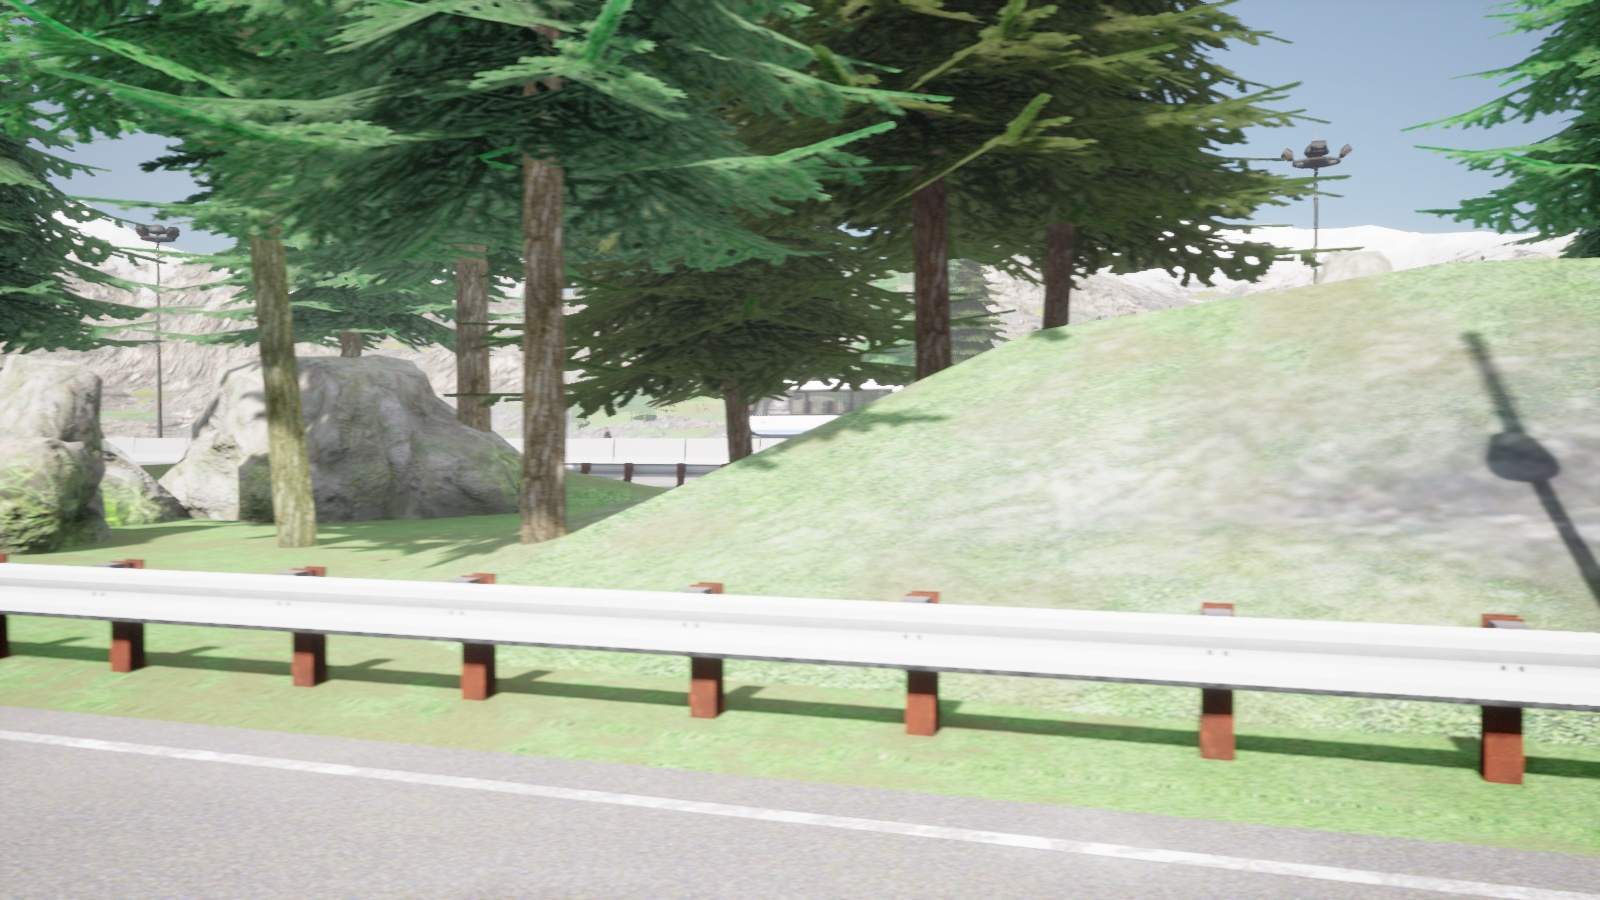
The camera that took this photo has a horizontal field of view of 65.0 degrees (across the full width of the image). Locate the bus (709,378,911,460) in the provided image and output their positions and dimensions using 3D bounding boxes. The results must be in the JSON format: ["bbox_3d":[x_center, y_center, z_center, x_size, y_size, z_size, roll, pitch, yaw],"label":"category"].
[{"bbox_3d":[0.560,-1.680,68.184,10.273,4.253,3.944,1,1,19],"label":"bus"}]
